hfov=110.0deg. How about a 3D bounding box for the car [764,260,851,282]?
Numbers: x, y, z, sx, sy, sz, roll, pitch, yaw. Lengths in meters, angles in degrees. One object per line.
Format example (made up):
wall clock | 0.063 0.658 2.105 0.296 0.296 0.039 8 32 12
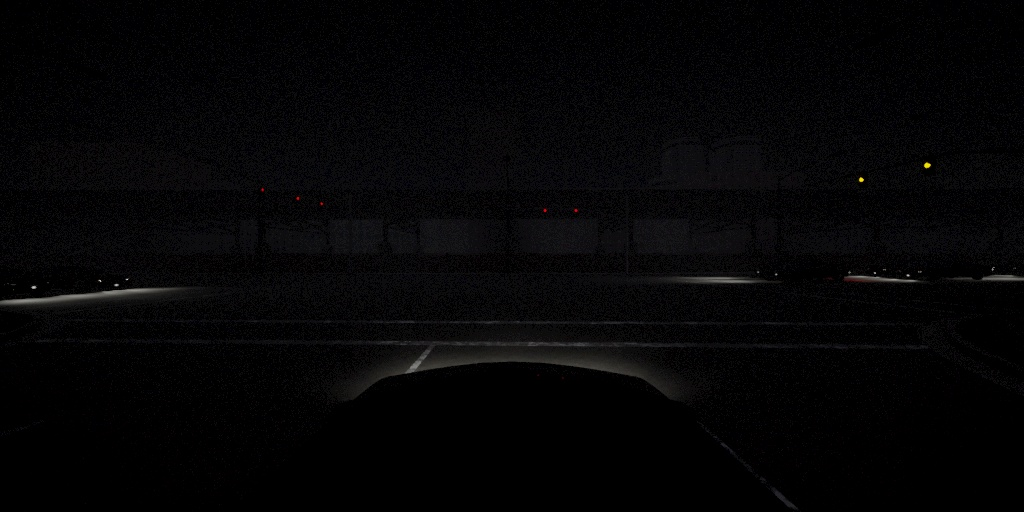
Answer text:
car | 22.053 1.070 26.531 4.902 1.511 2.128 -1 0 1

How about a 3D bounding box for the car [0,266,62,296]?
car | -25.110 1.237 17.081 4.892 1.490 1.837 0 0 2

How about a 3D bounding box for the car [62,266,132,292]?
car | -25.284 1.274 20.585 5.357 1.411 2.033 0 0 2

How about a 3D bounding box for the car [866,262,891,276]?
car | 32.850 0.991 29.754 5.357 1.411 2.033 -1 0 1

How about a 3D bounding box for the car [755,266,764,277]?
car | 23.110 1.056 30.011 4.902 1.511 2.128 -1 0 2

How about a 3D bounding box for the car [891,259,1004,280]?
car | 31.761 1.010 26.282 5.357 1.411 2.033 -1 0 1

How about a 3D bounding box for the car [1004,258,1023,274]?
car | 43.071 0.824 29.479 5.357 1.411 2.033 -1 0 1
